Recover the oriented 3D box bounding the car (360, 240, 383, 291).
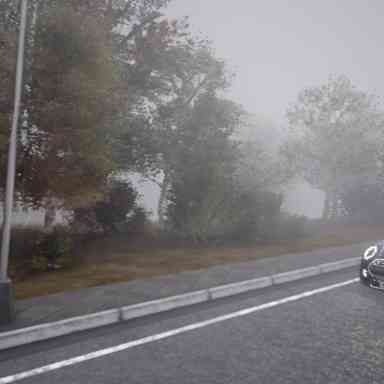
[{"bbox_3d":[6.027,1.373,7.973,4.553,1.767,2.097,0,0,-35],"label":"car"}]
